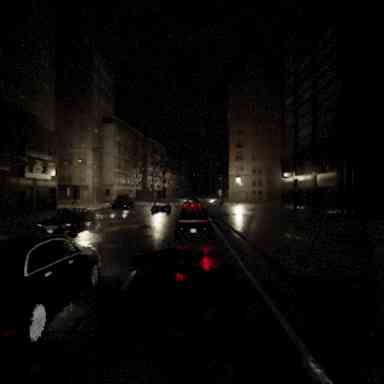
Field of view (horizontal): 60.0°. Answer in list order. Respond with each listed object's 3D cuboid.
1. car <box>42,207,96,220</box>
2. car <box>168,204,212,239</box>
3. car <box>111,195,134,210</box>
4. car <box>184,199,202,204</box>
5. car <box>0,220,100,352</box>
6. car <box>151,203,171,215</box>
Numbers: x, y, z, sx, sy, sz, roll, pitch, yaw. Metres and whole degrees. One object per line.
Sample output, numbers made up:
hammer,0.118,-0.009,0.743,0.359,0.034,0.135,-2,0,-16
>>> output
car,-6.639,1.590,18.011,2.128,1.511,4.902,0,0,0
car,0.059,1.596,17.869,2.128,1.511,4.902,0,0,0
car,-9.609,1.427,46.516,2.150,2.045,5.566,0,-1,2
car,0.108,1.549,38.372,2.097,1.767,4.553,0,0,1
car,-3.167,1.541,6.251,1.837,1.490,4.892,0,0,0
car,-3.184,1.787,35.786,1.895,1.301,4.718,0,0,1
